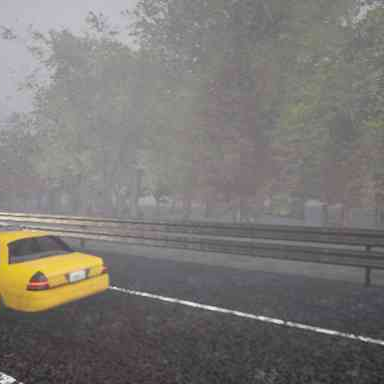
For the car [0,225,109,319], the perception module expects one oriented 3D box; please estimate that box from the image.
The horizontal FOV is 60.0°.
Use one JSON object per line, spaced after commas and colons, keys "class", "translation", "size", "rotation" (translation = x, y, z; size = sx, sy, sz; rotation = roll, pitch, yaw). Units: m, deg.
{"class": "car", "translation": [-4.223, 1.513, 7.394], "size": [5.366, 1.575, 1.801], "rotation": [-1, 0, 33]}
